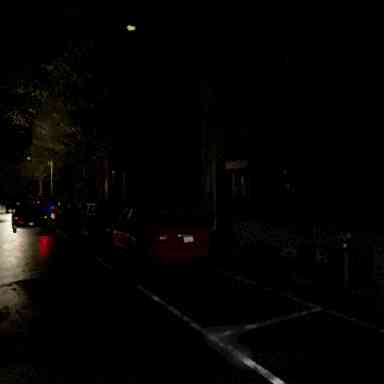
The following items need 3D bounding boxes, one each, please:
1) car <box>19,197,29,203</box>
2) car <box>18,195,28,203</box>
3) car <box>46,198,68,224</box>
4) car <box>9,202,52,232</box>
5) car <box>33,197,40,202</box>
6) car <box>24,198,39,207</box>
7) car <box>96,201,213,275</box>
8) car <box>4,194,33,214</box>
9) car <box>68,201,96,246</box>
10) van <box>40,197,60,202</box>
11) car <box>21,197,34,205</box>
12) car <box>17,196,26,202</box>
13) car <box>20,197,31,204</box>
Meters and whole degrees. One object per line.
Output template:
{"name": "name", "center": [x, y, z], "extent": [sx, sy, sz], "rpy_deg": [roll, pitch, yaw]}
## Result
{"name": "car", "center": [-37.574, 1.767, 74.358], "extent": [1.802, 1.307, 4.206], "rpy_deg": [0, 0, -30]}
{"name": "car", "center": [-40.368, 1.649, 79.258], "extent": [1.967, 1.590, 4.097], "rpy_deg": [0, 0, -30]}
{"name": "car", "center": [-9.648, 1.460, 25.363], "extent": [1.967, 1.590, 4.097], "rpy_deg": [0, 0, -30]}
{"name": "car", "center": [-9.889, 1.546, 20.166], "extent": [1.812, 1.442, 4.674], "rpy_deg": [0, 0, -29]}
{"name": "car", "center": [-18.027, 1.630, 40.062], "extent": [1.802, 1.307, 4.206], "rpy_deg": [0, 0, -30]}
{"name": "car", "center": [-26.404, 1.648, 54.760], "extent": [1.887, 1.381, 4.507], "rpy_deg": [0, 0, -30]}
{"name": "car", "center": [-1.272, 1.312, 10.665], "extent": [2.192, 1.841, 5.009], "rpy_deg": [0, 0, -30]}
{"name": "car", "center": [-18.809, 1.268, 35.836], "extent": [2.150, 2.045, 5.566], "rpy_deg": [0, 0, -29]}
{"name": "car", "center": [-4.064, 1.319, 15.564], "extent": [2.192, 1.841, 5.009], "rpy_deg": [0, 0, -30]}
{"name": "van", "center": [-12.441, 1.368, 30.263], "extent": [1.690, 1.788, 3.998], "rpy_deg": [0, 0, -30]}
{"name": "car", "center": [-31.989, 1.708, 64.559], "extent": [1.947, 1.339, 4.313], "rpy_deg": [0, 0, -30]}
{"name": "car", "center": [-43.159, 1.817, 84.157], "extent": [1.802, 1.307, 4.206], "rpy_deg": [0, 0, -30]}
{"name": "car", "center": [-34.867, 1.689, 69.607], "extent": [1.752, 1.417, 4.829], "rpy_deg": [0, 0, -30]}
